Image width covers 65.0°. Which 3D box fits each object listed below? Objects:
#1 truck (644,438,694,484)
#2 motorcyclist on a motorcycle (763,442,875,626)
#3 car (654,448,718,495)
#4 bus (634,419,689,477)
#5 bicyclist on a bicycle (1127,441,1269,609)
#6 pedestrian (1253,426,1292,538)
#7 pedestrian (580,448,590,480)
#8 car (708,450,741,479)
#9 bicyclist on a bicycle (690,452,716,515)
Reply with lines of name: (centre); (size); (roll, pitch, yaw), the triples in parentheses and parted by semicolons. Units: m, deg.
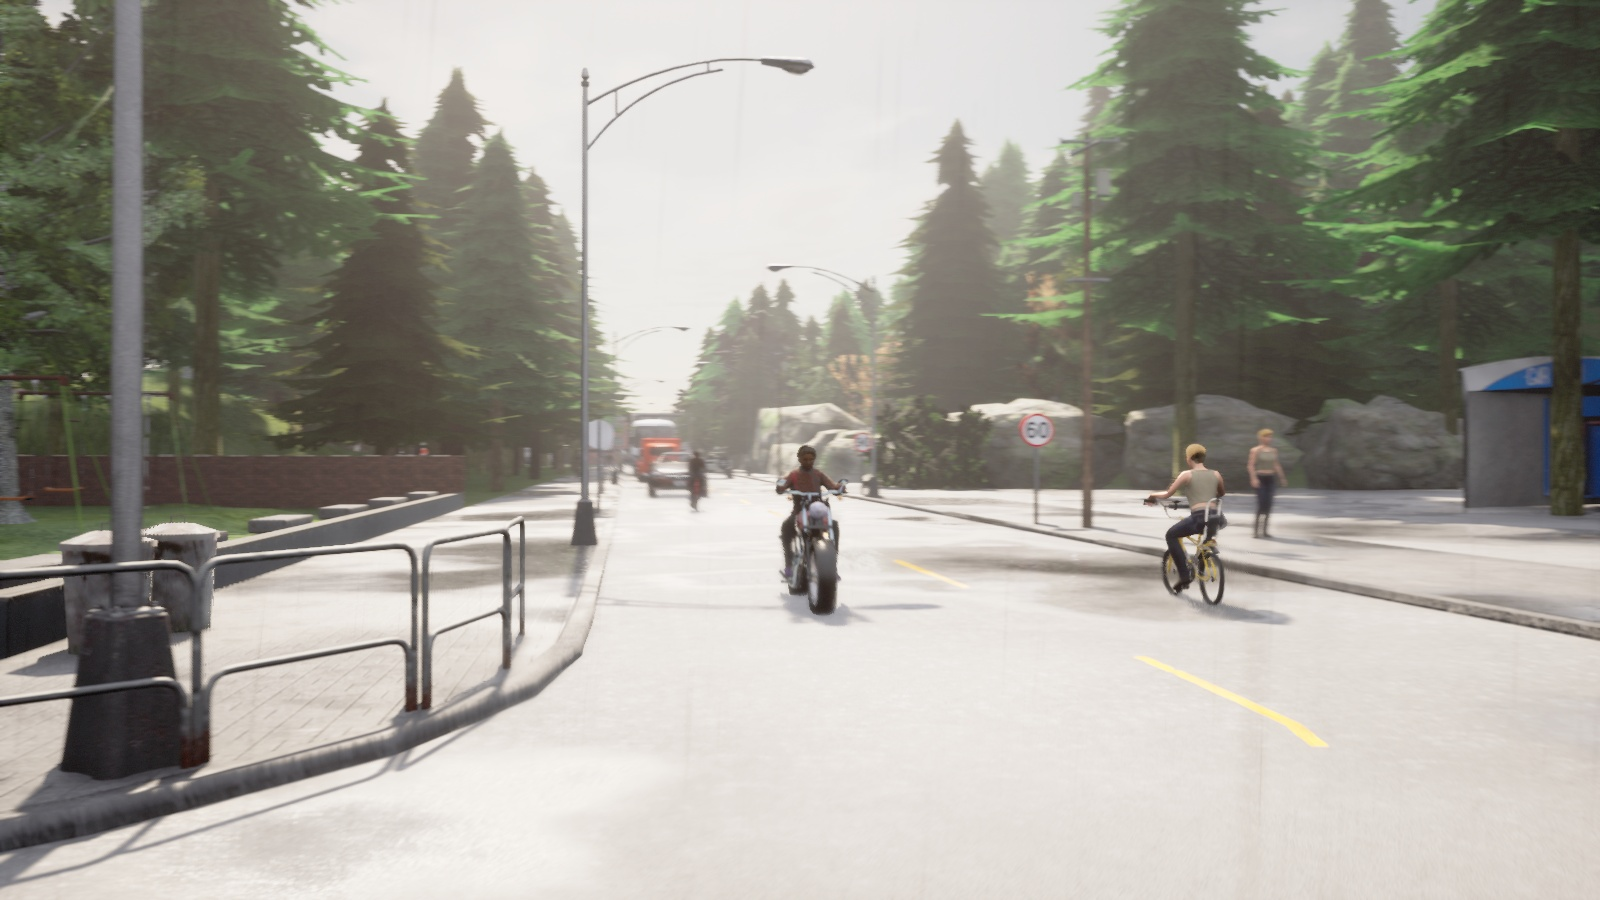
truck: (-7.405, 0.612, 70.586); (2.627, 2.467, 5.204); (0, 0, -7)
motorcyclist on a motorcycle: (0.139, 0.752, 12.432); (0.766, 1.649, 2.350); (0, 0, -7)
car: (-4.279, 0.757, 46.387); (2.152, 1.651, 5.027); (0, 0, -7)
bus: (-10.755, -0.139, 96.589); (3.944, 4.253, 10.273); (0, 0, -7)
bicyclist on a bicycle: (4.036, 0.725, 12.859); (0.866, 1.612, 1.509); (0, 0, -5)
pedestrian: (7.845, 0.521, 20.861); (0.345, 1.836, 0.594); (0, 0, -9)
pedestrian: (-13.051, 0.861, 76.250); (0.396, 1.930, 0.692); (0, 0, 10)
car: (-5.066, 0.972, 83.750); (1.932, 1.855, 4.605); (0, 0, -7)
bicyclist on a bicycle: (-2.572, 0.863, 33.270); (0.582, 1.620, 1.656); (0, 0, -7)
